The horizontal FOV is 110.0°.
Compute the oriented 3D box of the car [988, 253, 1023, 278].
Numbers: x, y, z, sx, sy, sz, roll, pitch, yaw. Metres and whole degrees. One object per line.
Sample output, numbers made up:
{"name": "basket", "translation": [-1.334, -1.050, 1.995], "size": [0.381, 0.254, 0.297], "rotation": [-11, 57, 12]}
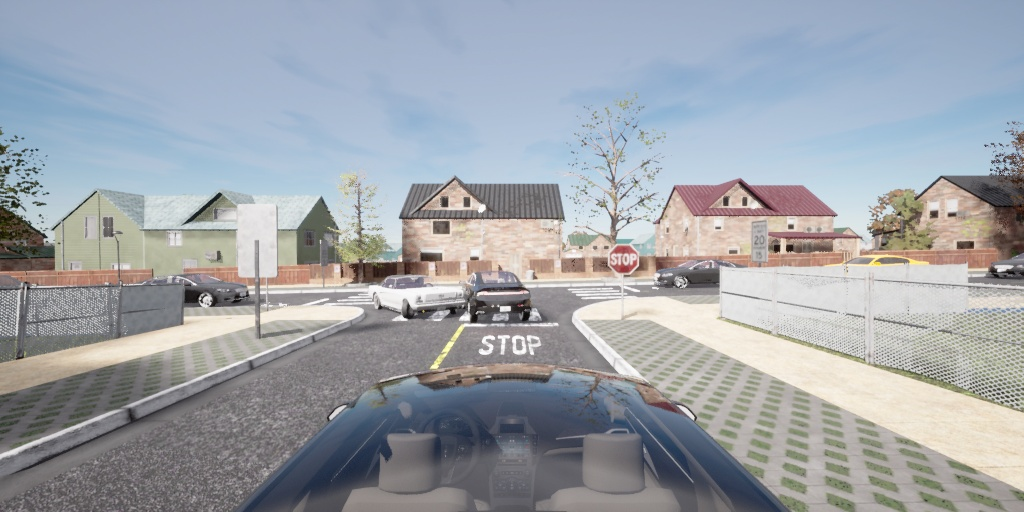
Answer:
{"name": "car", "translation": [29.383, 0.479, 19.713], "size": [4.902, 1.511, 2.128], "rotation": [-1, 1, 0]}

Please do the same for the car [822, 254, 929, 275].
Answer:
{"name": "car", "translation": [19.759, 0.691, 19.676], "size": [5.008, 1.535, 1.882], "rotation": [-1, 1, -1]}

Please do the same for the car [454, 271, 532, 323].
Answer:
{"name": "car", "translation": [-0.688, 1.243, 12.228], "size": [2.128, 1.511, 4.902], "rotation": [0, 0, -12]}

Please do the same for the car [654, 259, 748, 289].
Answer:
{"name": "car", "translation": [10.328, 0.926, 19.638], "size": [4.902, 1.511, 2.128], "rotation": [-1, 1, 0]}

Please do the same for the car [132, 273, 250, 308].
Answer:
{"name": "car", "translation": [-14.904, 1.567, 16.581], "size": [4.902, 1.511, 2.128], "rotation": [-1, 1, 0]}

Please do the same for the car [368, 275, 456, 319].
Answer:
{"name": "car", "translation": [-3.603, 1.368, 13.087], "size": [1.895, 1.301, 4.718], "rotation": [0, 0, -38]}

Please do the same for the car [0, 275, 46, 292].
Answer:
{"name": "car", "translation": [-24.242, 1.648, 16.539], "size": [4.553, 1.767, 2.097], "rotation": [-1, 1, 0]}
